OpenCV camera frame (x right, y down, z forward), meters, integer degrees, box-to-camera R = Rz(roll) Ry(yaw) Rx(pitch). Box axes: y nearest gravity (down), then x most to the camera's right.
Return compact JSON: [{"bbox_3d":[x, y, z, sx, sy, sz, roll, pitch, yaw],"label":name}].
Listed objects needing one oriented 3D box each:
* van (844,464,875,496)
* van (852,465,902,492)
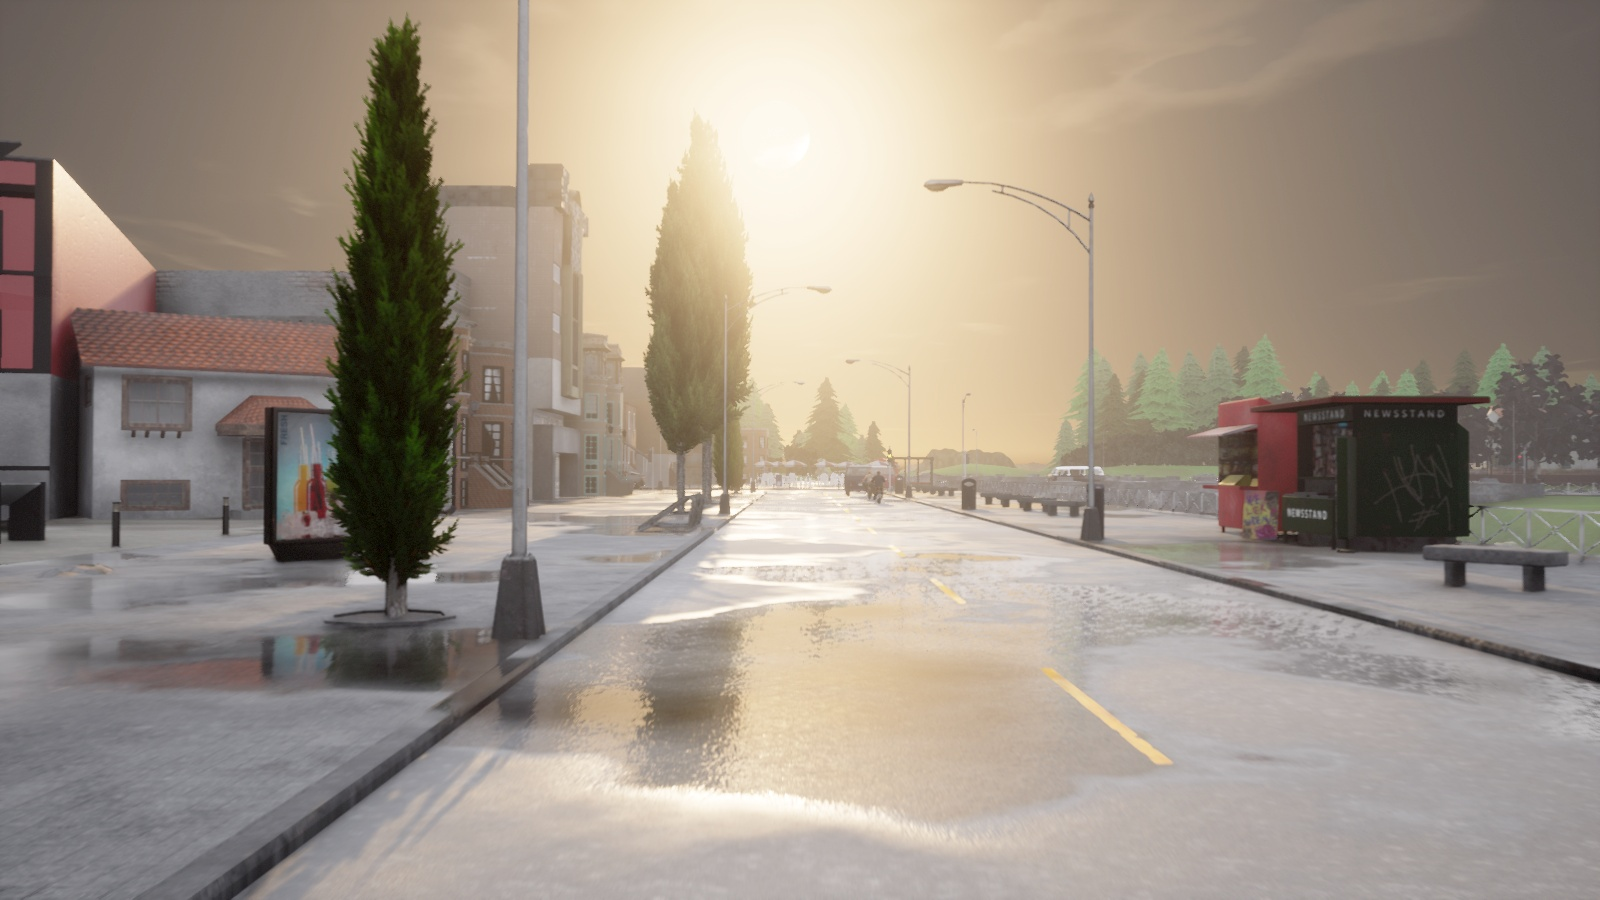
[{"bbox_3d":[3.788,1.909,81.071,1.775,1.987,4.442,0,-1,0],"label":"van"},{"bbox_3d":[5.815,2.130,94.773,1.775,1.987,4.442,-1,-1,33],"label":"van"}]
